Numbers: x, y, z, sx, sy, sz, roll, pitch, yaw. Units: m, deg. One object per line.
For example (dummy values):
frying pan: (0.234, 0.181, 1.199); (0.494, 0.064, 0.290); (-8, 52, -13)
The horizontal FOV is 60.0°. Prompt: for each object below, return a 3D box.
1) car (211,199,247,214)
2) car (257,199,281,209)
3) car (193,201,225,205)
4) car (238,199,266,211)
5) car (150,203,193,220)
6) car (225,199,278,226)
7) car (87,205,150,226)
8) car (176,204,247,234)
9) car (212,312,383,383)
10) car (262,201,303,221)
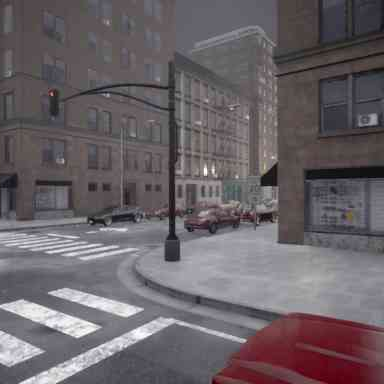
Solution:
car: (4.186, 1.542, 36.856); (1.752, 1.417, 4.829); (0, 0, 36)
car: (10.701, 1.599, 45.974); (1.802, 1.307, 4.206); (0, 0, 36)
car: (1.077, 1.563, 32.505); (1.887, 1.381, 4.507); (0, 0, 36)
car: (7.494, 1.598, 41.485); (1.802, 1.307, 4.206); (0, 0, 36)
car: (-2.131, 1.602, 28.015); (1.802, 1.307, 4.206); (0, 0, 36)
car: (4.398, 1.410, 23.352); (1.967, 1.590, 4.097); (0, 0, 36)
car: (-5.340, 1.588, 23.526); (1.947, 1.339, 4.313); (0, 0, 36)
car: (1.190, 1.554, 18.861); (1.802, 1.307, 4.206); (0, 0, 36)
car: (2.397, 1.601, 1.981); (4.718, 1.301, 1.895); (0, 0, 36)
car: (7.706, 1.494, 27.980); (1.752, 1.417, 4.829); (0, 0, 36)
